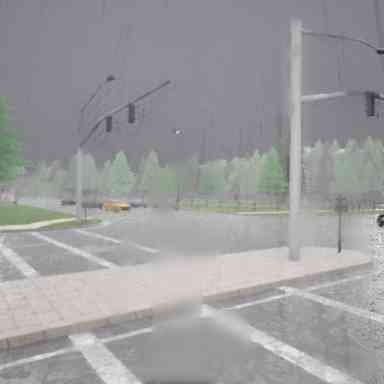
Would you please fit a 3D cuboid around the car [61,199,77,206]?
[{"bbox_3d":[-21.253,1.796,57.799,1.895,1.301,4.718,1,-1,-34],"label":"car"}]

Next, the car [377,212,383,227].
[{"bbox_3d":[15.462,1.848,24.345,4.902,1.511,2.128,1,-1,-35],"label":"car"}]

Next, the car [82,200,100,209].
[{"bbox_3d":[-14.378,1.799,47.911,1.895,1.301,4.718,1,-1,-35],"label":"car"}]

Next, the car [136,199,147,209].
[{"bbox_3d":[-8.669,1.818,51.990,1.812,1.442,4.674,1,-1,-35],"label":"car"}]

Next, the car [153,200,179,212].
[{"bbox_3d":[-3.577,1.821,44.715,1.812,1.442,4.674,1,-1,-35],"label":"car"}]

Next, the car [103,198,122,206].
[{"bbox_3d":[-14.482,1.816,60.368,1.812,1.442,4.674,1,-1,-35],"label":"car"}]

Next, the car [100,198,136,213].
[{"bbox_3d":[-9.008,1.678,40.268,1.882,1.535,5.008,1,-1,-35],"label":"car"}]
